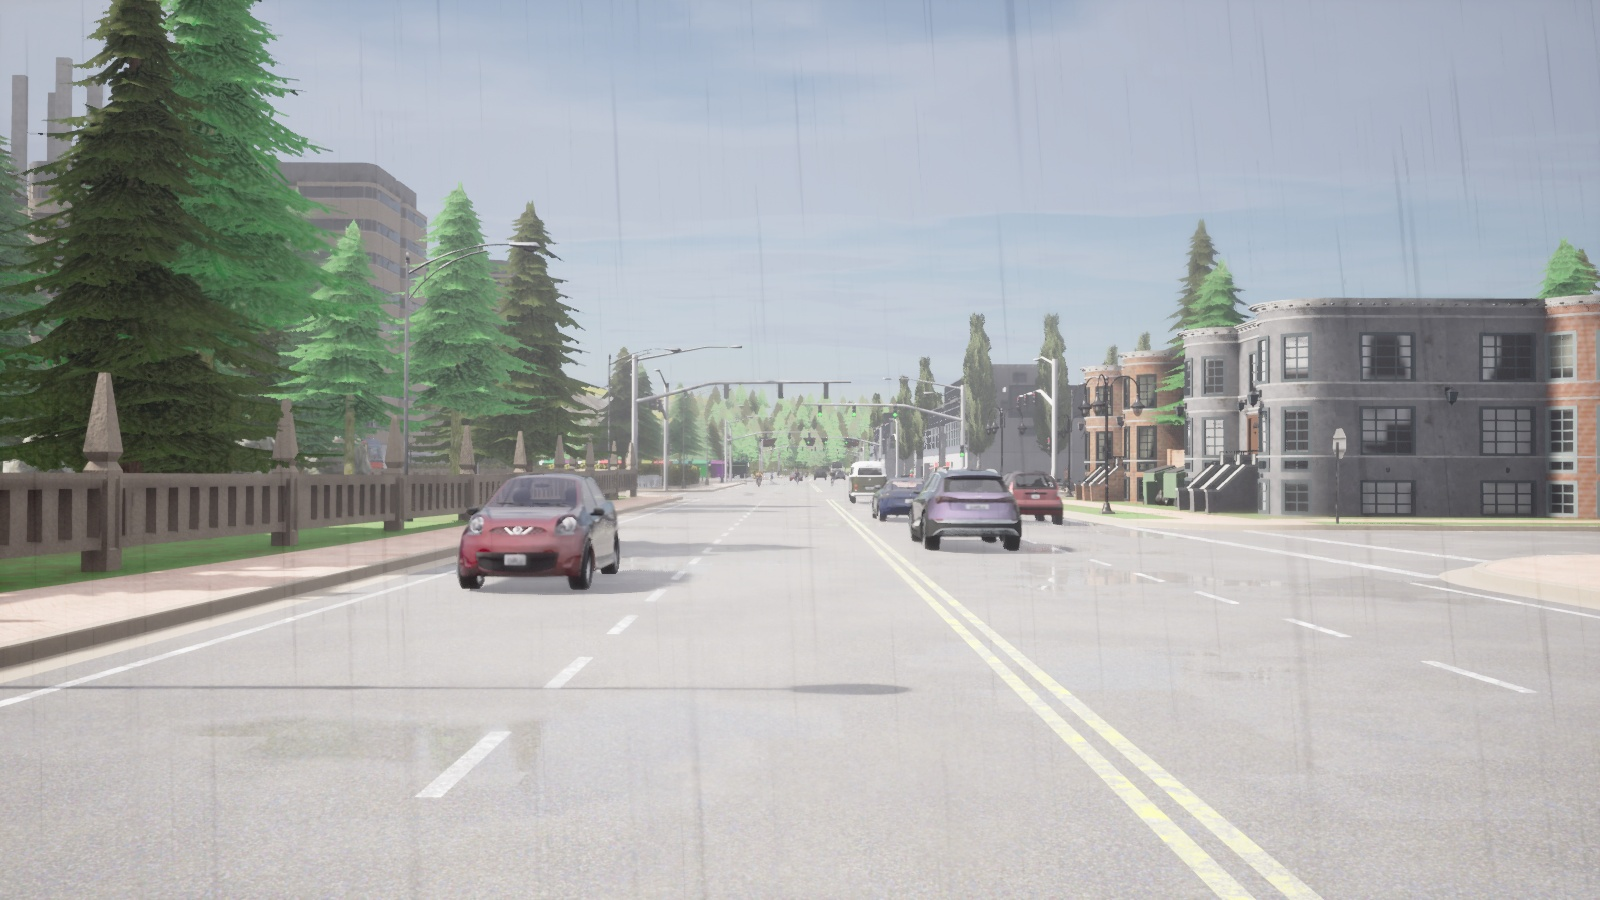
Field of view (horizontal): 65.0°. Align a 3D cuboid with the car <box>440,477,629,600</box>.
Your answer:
[{"bbox_3d":[-3.539,1.134,17.381,1.845,1.501,3.633,0,-1,0],"label":"car"}]

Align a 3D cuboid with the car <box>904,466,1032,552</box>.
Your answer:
[{"bbox_3d":[3.440,1.178,26.658,2.033,1.649,4.856,0,-1,0],"label":"car"}]

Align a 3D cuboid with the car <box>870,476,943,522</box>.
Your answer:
[{"bbox_3d":[3.409,1.548,40.762,1.994,1.385,4.181,0,-1,0],"label":"car"}]

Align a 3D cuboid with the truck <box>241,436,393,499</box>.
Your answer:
[{"bbox_3d":[-30.320,1.095,79.037,8.468,3.827,2.891,0,-1,0],"label":"truck"}]

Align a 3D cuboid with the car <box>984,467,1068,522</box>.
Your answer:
[{"bbox_3d":[6.913,1.335,38.796,1.851,1.617,3.988,0,-1,0],"label":"car"}]

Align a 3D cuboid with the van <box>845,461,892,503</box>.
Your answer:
[{"bbox_3d":[3.359,1.571,62.455,2.069,2.038,4.480,0,-1,0],"label":"van"}]
